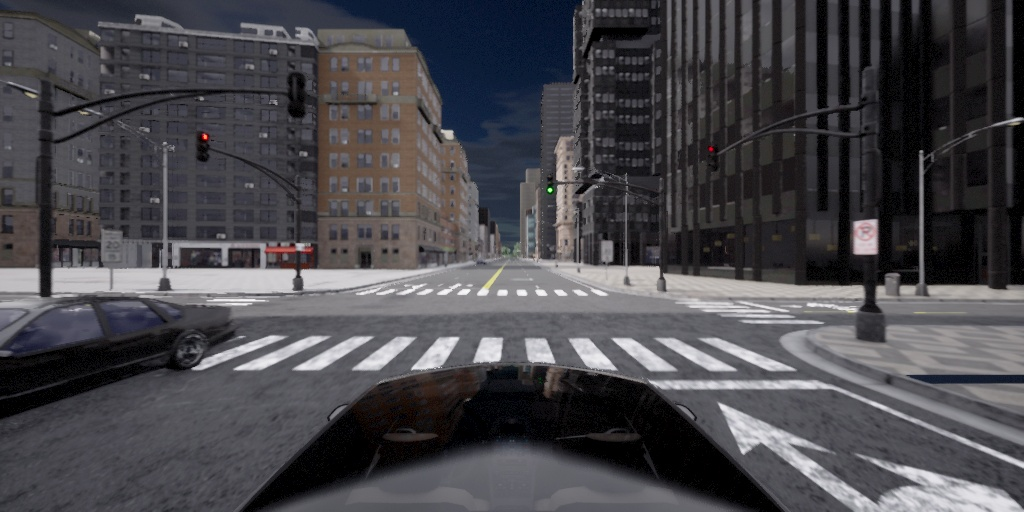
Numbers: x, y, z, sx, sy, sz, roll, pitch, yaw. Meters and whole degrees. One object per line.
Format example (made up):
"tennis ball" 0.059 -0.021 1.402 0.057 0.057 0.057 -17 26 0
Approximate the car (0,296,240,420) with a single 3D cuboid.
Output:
"car" -6.503 1.307 4.942 2.033 1.411 5.357 0 0 0
